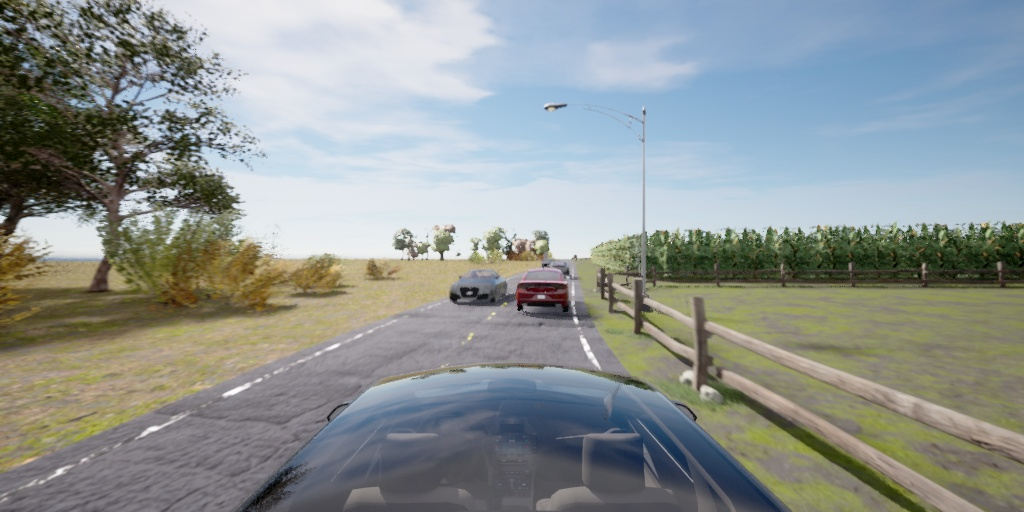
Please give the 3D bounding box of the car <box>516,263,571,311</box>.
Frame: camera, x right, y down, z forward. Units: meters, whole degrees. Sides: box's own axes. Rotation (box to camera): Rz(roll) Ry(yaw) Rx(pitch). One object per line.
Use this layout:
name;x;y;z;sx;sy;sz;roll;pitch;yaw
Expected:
car;1.325;1.233;14.579;1.882;1.535;5.008;0;0;8

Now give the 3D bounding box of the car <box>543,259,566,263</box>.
car;4.453;1.232;33.844;2.128;1.511;4.902;0;0;10

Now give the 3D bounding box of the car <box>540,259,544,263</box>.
car;5.877;1.219;59.606;1.837;1.490;4.892;0;0;10

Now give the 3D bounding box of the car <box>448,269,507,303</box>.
car;-1.435;1.310;16.480;1.994;1.385;4.181;0;0;9
